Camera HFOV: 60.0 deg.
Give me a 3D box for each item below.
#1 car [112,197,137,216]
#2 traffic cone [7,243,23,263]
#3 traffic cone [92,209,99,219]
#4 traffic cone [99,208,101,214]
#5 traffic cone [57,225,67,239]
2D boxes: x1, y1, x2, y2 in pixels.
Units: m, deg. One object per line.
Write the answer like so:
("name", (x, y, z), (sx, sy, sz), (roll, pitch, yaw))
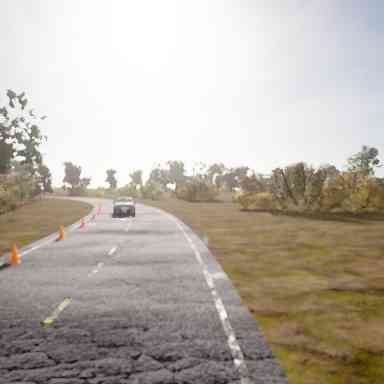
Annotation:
("car", (-5.916, 1.206, 29.203), (2.128, 1.511, 4.902), (0, 1, -12))
("traffic cone", (-5.431, 1.859, 10.191), (0.340, 0.580, 0.340), (0, 1, -5))
("traffic cone", (-7.322, 1.713, 24.792), (0.340, 0.580, 0.340), (0, 1, -10))
("traffic cone", (-8.277, 1.668, 29.608), (0.340, 0.580, 0.340), (0, 1, -12))
("traffic cone", (-5.899, 1.809, 15.078), (0.340, 0.580, 0.340), (0, 1, -6))
